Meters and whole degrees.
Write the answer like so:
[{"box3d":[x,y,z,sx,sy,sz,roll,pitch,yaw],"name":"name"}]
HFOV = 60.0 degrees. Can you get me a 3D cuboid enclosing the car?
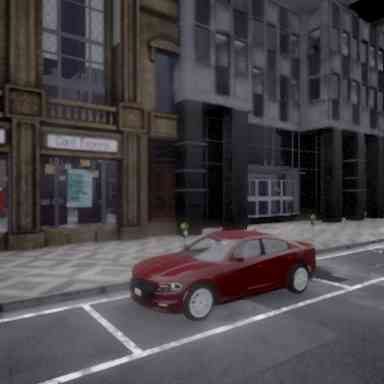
[{"box3d":[0.865,1.545,7.268,4.507,1.381,1.887,0,0,-36],"name":"car"}]
